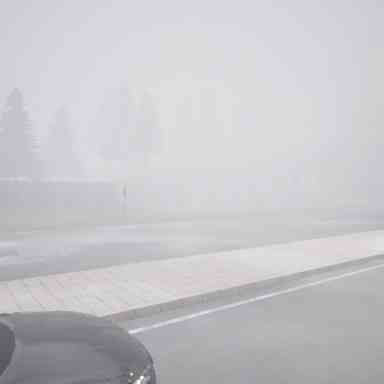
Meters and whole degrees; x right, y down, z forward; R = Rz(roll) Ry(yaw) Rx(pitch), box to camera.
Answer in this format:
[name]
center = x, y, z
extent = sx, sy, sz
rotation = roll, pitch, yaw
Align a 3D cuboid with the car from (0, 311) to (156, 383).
[car]
center = -2.518, 1.491, 1.949
extent = 4.902, 1.511, 2.128
rotation = 0, 0, -36
